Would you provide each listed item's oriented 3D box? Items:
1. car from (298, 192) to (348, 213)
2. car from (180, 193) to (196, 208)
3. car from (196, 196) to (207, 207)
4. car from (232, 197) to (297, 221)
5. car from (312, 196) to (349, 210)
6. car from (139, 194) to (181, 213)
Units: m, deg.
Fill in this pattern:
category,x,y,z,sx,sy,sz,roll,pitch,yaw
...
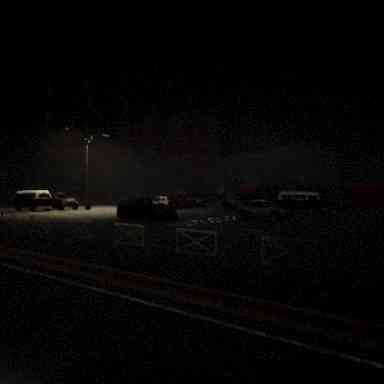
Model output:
category,x,y,z,sx,sy,sz,roll,pitch,yaw
car,15.066,1.091,38.084,4.605,1.855,1.932,0,0,36
car,-1.931,1.214,40.150,3.905,1.438,1.784,0,0,36
car,-0.406,1.003,42.359,4.605,1.855,1.932,0,0,36
car,5.284,1.336,24.306,3.806,1.475,1.970,0,0,36
car,16.807,1.302,40.401,3.905,1.438,1.784,0,0,36
car,-3.620,1.245,37.799,3.806,1.475,1.970,0,0,36
